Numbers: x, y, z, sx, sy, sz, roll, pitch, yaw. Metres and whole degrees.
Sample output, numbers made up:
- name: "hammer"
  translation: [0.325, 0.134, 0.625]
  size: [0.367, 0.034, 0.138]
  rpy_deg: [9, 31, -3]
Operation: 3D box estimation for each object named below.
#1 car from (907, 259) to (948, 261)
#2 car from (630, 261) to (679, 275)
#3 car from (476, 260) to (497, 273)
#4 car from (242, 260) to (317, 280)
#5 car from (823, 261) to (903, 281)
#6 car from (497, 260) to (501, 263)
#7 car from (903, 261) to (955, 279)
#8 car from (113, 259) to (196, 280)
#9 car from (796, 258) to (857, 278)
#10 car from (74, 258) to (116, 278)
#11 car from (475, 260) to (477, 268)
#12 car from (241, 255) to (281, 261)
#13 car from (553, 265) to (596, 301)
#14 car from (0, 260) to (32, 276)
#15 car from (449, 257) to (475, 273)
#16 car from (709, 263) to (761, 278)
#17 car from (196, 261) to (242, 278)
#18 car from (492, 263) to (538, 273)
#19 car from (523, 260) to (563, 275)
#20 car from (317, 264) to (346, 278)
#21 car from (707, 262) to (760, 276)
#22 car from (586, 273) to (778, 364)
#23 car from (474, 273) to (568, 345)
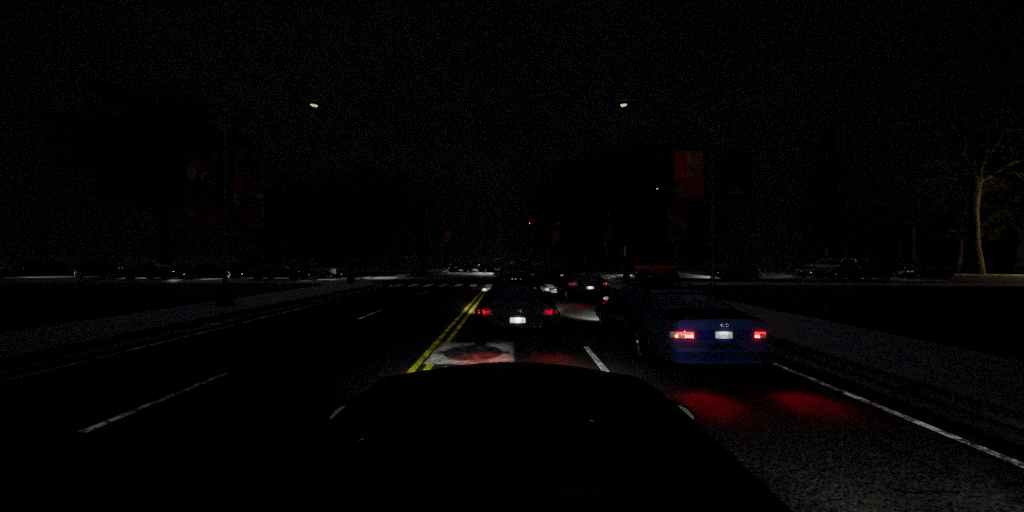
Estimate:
- name: "car"
  translation: [45.927, 1.328, 40.394]
  size: [5.566, 2.045, 2.150]
  rpy_deg: [0, 0, 0]
- name: "car"
  translation: [14.601, 1.265, 36.946]
  size: [4.553, 1.767, 2.097]
  rpy_deg: [0, 0, -1]
- name: "car"
  translation: [-3.329, 1.489, 47.498]
  size: [1.895, 1.301, 4.718]
  rpy_deg: [0, 0, 0]
- name: "car"
  translation: [-19.388, 1.279, 30.033]
  size: [4.674, 1.442, 1.812]
  rpy_deg: [0, 0, -2]
- name: "car"
  translation: [32.859, 1.496, 33.659]
  size: [4.902, 1.511, 2.128]
  rpy_deg: [0, 0, 0]
- name: "car"
  translation: [-3.293, 1.525, 63.003]
  size: [2.033, 1.411, 5.357]
  rpy_deg: [0, 0, 0]
- name: "car"
  translation: [42.660, 1.568, 37.146]
  size: [4.902, 1.511, 2.128]
  rpy_deg: [0, 0, 0]
- name: "car"
  translation: [-29.711, 1.242, 29.927]
  size: [4.674, 1.442, 1.812]
  rpy_deg: [0, 0, -1]
- name: "car"
  translation: [32.677, 1.231, 37.096]
  size: [5.566, 2.045, 2.150]
  rpy_deg: [0, 0, 0]
- name: "car"
  translation: [-37.220, 1.050, 33.113]
  size: [4.553, 1.767, 2.097]
  rpy_deg: [0, 0, 0]
- name: "car"
  translation: [-6.549, 1.456, 61.432]
  size: [2.128, 1.511, 4.902]
  rpy_deg: [0, 0, 0]
- name: "car"
  translation: [-28.449, 0.958, 39.860]
  size: [5.566, 2.045, 2.150]
  rpy_deg: [0, 0, 0]
- name: "car"
  translation: [3.358, 1.339, 17.438]
  size: [1.994, 1.385, 4.181]
  rpy_deg: [0, 0, 0]
- name: "car"
  translation: [-48.119, 1.271, 33.047]
  size: [4.718, 1.301, 1.895]
  rpy_deg: [0, 0, 0]
- name: "car"
  translation: [-6.785, 1.111, 47.703]
  size: [2.150, 2.045, 5.566]
  rpy_deg: [0, 0, 5]
- name: "car"
  translation: [23.235, 1.521, 37.040]
  size: [4.181, 1.385, 1.994]
  rpy_deg: [0, 0, -2]
- name: "car"
  translation: [-27.216, 1.331, 33.201]
  size: [4.718, 1.301, 1.895]
  rpy_deg: [0, 0, -1]
- name: "car"
  translation: [0.099, 1.283, 18.449]
  size: [1.837, 1.490, 4.892]
  rpy_deg: [0, 0, 0]
- name: "car"
  translation: [4.147, 1.385, 34.636]
  size: [5.357, 1.411, 2.033]
  rpy_deg: [0, 0, 22]
- name: "car"
  translation: [-18.075, 1.364, 33.286]
  size: [4.718, 1.301, 1.895]
  rpy_deg: [0, 0, -1]
- name: "car"
  translation: [24.806, 1.475, 40.287]
  size: [4.892, 1.490, 1.837]
  rpy_deg: [0, 0, -1]
- name: "car"
  translation: [3.354, 1.303, 8.195]
  size: [2.033, 1.411, 5.357]
  rpy_deg: [0, 0, 0]
- name: "car"
  translation: [0.107, 1.320, 9.544]
  size: [1.994, 1.385, 4.181]
  rpy_deg: [0, 0, 0]
